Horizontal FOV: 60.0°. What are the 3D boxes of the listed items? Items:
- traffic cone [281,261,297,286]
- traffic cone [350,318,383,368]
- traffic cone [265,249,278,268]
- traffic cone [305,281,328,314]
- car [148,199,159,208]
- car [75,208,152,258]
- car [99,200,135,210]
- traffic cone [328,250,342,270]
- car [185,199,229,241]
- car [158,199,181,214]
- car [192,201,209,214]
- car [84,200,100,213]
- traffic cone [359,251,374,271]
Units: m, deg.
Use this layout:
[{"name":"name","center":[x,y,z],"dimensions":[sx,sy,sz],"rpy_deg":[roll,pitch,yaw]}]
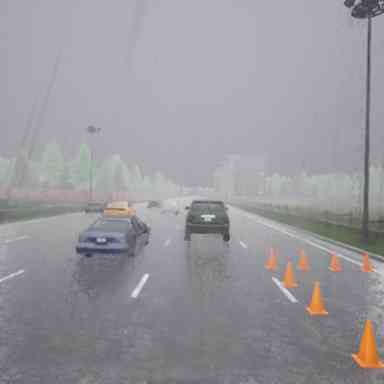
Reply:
[{"name":"traffic cone","center":[2.514,2.089,8.609],"dimensions":[0.340,0.580,0.340],"rpy_deg":[1,0,1]},{"name":"traffic cone","center":[2.444,2.054,4.610],"dimensions":[0.340,0.580,0.340],"rpy_deg":[1,0,1]},{"name":"traffic cone","center":[2.548,2.107,10.608],"dimensions":[0.340,0.580,0.340],"rpy_deg":[1,0,1]},{"name":"traffic cone","center":[2.479,2.072,6.609],"dimensions":[0.340,0.580,0.340],"rpy_deg":[1,0,1]},{"name":"car","center":[-5.773,1.805,52.632],"dimensions":[1.837,1.490,4.892],"rpy_deg":[1,0,1]},{"name":"car","center":[-2.810,1.588,12.973],"dimensions":[2.033,1.411,5.357],"rpy_deg":[1,0,1]},{"name":"car","center":[-6.069,1.568,28.434],"dimensions":[1.882,1.535,5.008],"rpy_deg":[1,0,1]},{"name":"traffic cone","center":[4.548,2.155,10.573],"dimensions":[0.340,0.580,0.340],"rpy_deg":[1,0,1]},{"name":"car","center":[0.782,1.393,18.076],"dimensions":[2.150,2.045,5.566],"rpy_deg":[1,0,1]},{"name":"car","center":[-2.445,1.788,38.557],"dimensions":[1.812,1.442,4.674],"rpy_deg":[1,0,1]},{"name":"car","center":[1.109,1.936,43.279],"dimensions":[2.033,1.411,5.357],"rpy_deg":[1,0,1]},{"name":"car","center":[-9.496,1.547,34.177],"dimensions":[2.128,1.511,4.902],"rpy_deg":[1,0,1]},{"name":"traffic cone","center":[5.547,2.180,10.556],"dimensions":[0.340,0.580,0.340],"rpy_deg":[1,0,1]}]
